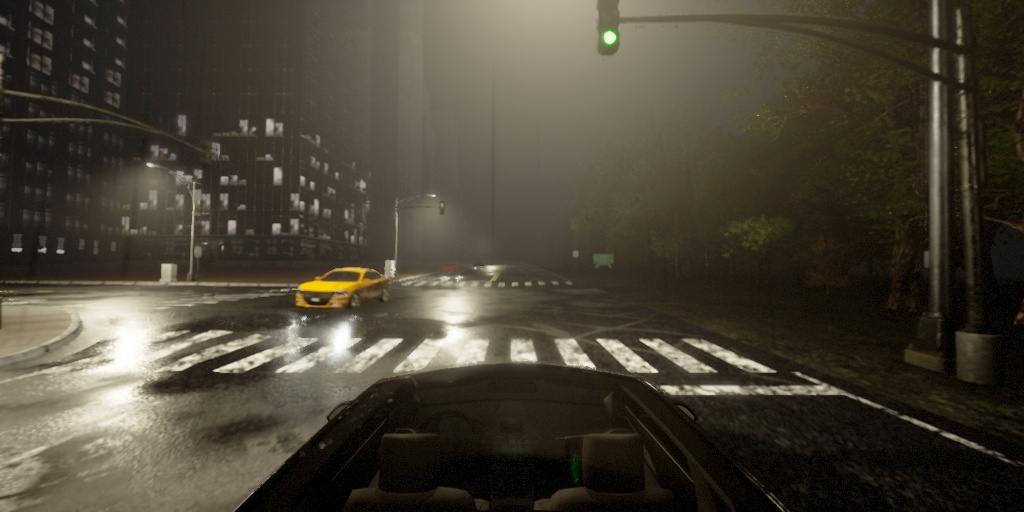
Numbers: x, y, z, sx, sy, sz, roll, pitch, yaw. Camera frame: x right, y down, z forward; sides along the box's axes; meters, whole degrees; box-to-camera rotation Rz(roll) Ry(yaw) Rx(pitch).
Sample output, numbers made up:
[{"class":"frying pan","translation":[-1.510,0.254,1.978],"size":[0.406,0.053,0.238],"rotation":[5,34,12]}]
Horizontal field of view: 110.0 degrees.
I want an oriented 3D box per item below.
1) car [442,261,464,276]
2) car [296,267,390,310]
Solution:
[{"class":"car","translation":[-6.509,1.384,39.750],"size":[1.882,1.535,5.008],"rotation":[0,1,0]},{"class":"car","translation":[-6.467,1.226,14.330],"size":[1.882,1.535,5.008],"rotation":[2,-1,0]}]
